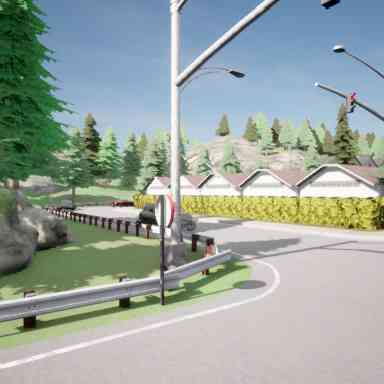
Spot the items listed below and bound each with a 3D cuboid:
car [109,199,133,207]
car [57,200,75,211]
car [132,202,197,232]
[{"bbox_3d":[-11.010,1.777,53.305,1.895,1.301,4.718,0,0,33],"label":"car"},{"bbox_3d":[-16.198,1.732,43.031,2.033,1.411,5.357,0,0,-16],"label":"car"},{"bbox_3d":[-1.664,1.543,21.000,2.097,1.767,4.553,0,0,-35],"label":"car"}]
